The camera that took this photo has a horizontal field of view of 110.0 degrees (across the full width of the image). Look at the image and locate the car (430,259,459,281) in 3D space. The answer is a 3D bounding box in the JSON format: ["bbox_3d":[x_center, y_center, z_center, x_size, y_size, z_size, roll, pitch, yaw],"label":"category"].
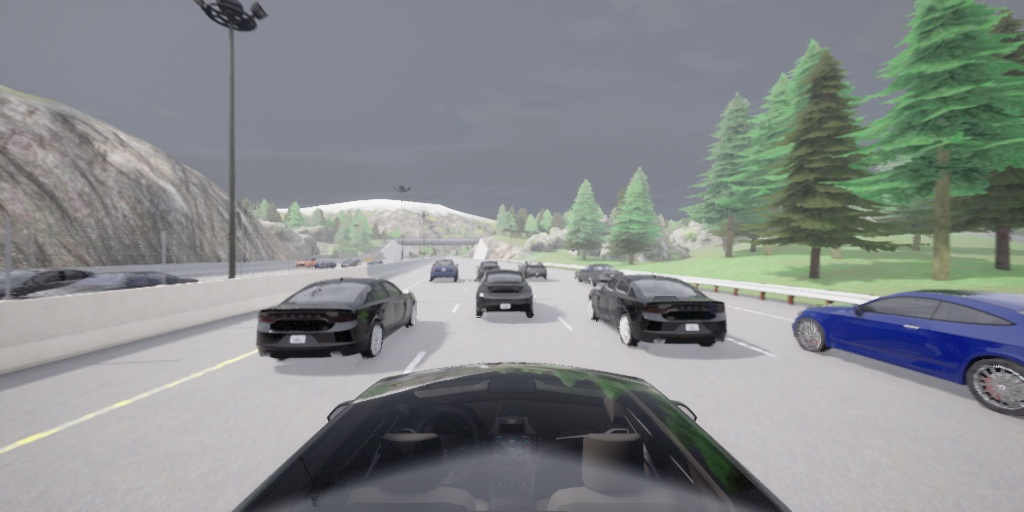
[{"bbox_3d":[-5.413,1.036,29.070,2.097,1.767,4.553,0,0,-8],"label":"car"}]

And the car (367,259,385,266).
[{"bbox_3d":[-20.281,1.204,53.780,1.994,1.385,4.181,0,0,-9],"label":"car"}]

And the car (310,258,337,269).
[{"bbox_3d":[-27.113,1.257,52.248,1.895,1.301,4.718,0,0,-9],"label":"car"}]

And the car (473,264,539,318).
[{"bbox_3d":[-0.325,1.224,12.967,1.837,1.490,4.892,0,0,-3],"label":"car"}]

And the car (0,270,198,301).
[{"bbox_3d":[-14.524,1.290,13.442,2.033,1.411,5.357,0,0,-4],"label":"car"}]

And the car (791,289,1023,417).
[{"bbox_3d":[6.962,1.253,5.761,1.812,1.442,4.674,0,0,-1],"label":"car"}]

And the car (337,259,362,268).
[{"bbox_3d":[-23.737,1.140,53.247,2.128,1.511,4.902,0,0,-9],"label":"car"}]

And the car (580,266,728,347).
[{"bbox_3d":[3.353,1.201,9.310,1.882,1.535,5.008,0,0,-2],"label":"car"}]

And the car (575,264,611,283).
[{"bbox_3d":[5.796,1.225,24.156,2.033,1.411,5.357,0,0,-6],"label":"car"}]

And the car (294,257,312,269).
[{"bbox_3d":[-30.998,1.010,54.266,2.097,1.767,4.553,0,0,-9],"label":"car"}]

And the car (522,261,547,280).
[{"bbox_3d":[1.596,1.162,29.471,2.128,1.511,4.902,0,0,-8],"label":"car"}]

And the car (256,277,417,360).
[{"bbox_3d":[-3.615,1.215,8.393,1.882,1.535,5.008,0,0,-2],"label":"car"}]

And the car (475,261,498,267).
[{"bbox_3d":[-1.935,1.181,29.510,1.837,1.490,4.892,0,0,-8],"label":"car"}]

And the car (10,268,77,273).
[{"bbox_3d":[-18.070,1.253,13.583,1.837,1.490,4.892,0,0,-4],"label":"car"}]

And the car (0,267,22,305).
[{"bbox_3d":[-21.516,1.234,12.627,1.882,1.535,5.008,0,0,-4],"label":"car"}]
